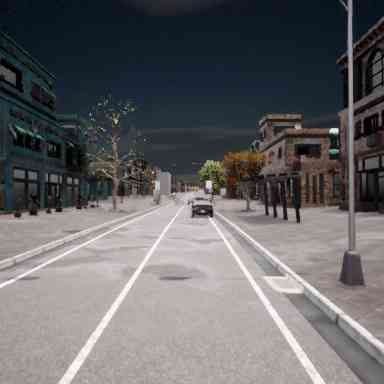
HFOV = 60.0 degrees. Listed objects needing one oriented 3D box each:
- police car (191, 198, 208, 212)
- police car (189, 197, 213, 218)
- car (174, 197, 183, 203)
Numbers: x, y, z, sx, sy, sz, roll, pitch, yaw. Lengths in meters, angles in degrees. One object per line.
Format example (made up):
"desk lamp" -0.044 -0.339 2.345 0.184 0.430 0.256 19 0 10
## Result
"police car" 0.900 1.517 40.505 1.930 1.638 5.238 0 0 0
"police car" 0.900 1.434 30.505 1.930 1.638 5.238 0 0 0
"car" -3.000 1.834 75.892 1.895 1.301 4.718 0 0 0
